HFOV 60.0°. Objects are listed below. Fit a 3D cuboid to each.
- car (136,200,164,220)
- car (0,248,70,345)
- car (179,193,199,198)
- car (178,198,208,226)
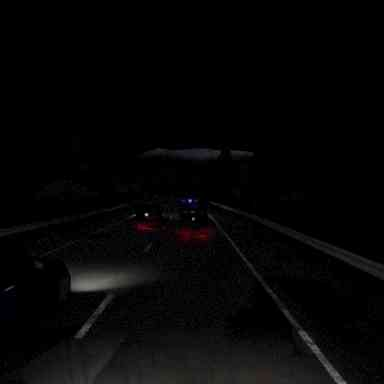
[{"bbox_3d":[-3.469,1.454,27.559,1.837,1.490,4.892,0,0,-1],"label":"car"},{"bbox_3d":[-3.399,1.517,4.902,1.812,1.442,4.674,0,0,0],"label":"car"},{"bbox_3d":[-0.328,1.147,40.846,2.150,2.045,5.566,0,0,-2],"label":"car"},{"bbox_3d":[0.078,1.451,22.971,2.128,1.511,4.902,0,0,0],"label":"car"}]
